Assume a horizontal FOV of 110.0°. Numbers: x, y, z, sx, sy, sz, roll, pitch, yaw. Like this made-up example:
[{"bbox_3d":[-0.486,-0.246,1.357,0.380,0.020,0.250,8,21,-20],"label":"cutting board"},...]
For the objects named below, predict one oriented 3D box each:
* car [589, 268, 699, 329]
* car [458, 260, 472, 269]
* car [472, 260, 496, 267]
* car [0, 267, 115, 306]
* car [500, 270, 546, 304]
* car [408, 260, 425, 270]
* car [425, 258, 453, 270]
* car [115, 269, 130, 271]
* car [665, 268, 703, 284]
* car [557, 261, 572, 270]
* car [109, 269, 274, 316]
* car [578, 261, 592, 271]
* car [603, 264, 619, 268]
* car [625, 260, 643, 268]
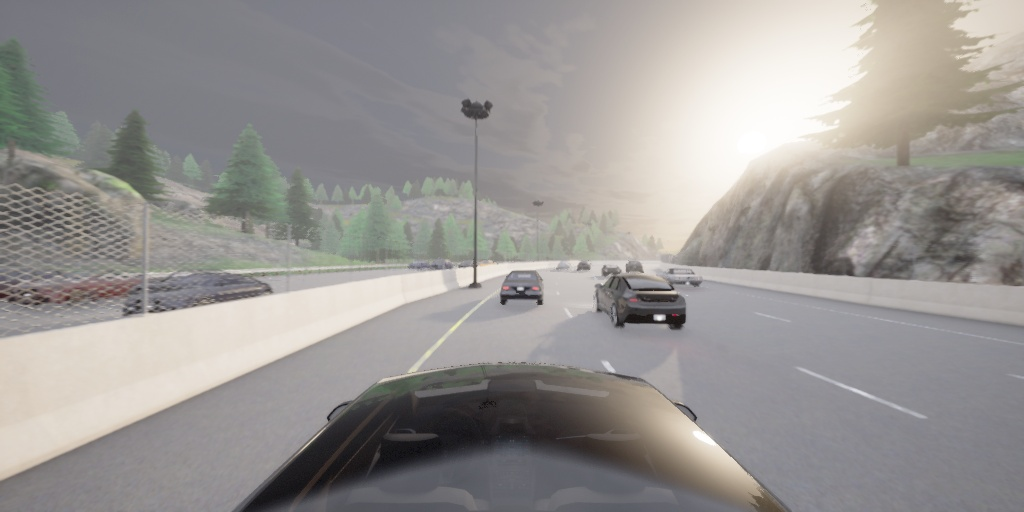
[{"bbox_3d":[3.910,1.326,11.618,1.837,1.490,4.892,0,0,3],"label":"car"},{"bbox_3d":[-6.808,1.388,56.270,1.837,1.490,4.892,0,0,15],"label":"car"},{"bbox_3d":[-3.864,1.379,53.715,1.882,1.535,5.008,0,0,15],"label":"car"},{"bbox_3d":[-17.148,1.211,14.773,1.994,1.385,4.181,0,0,4],"label":"car"},{"bbox_3d":[0.566,1.356,16.742,2.033,1.411,5.357,0,0,5],"label":"car"},{"bbox_3d":[-14.282,1.342,55.404,1.812,1.442,4.674,0,0,15],"label":"car"},{"bbox_3d":[-10.799,1.197,54.857,2.097,1.767,4.553,0,0,15],"label":"car"},{"bbox_3d":[-13.604,1.244,15.440,1.994,1.385,4.181,0,0,4],"label":"car"},{"bbox_3d":[12.171,1.545,26.425,1.895,1.301,4.718,0,0,7],"label":"car"},{"bbox_3d":[8.735,1.558,59.492,1.812,1.442,4.674,0,0,18],"label":"car"},{"bbox_3d":[-10.284,1.262,12.226,1.994,1.385,4.181,0,0,3],"label":"car"},{"bbox_3d":[11.448,1.551,56.401,1.837,1.490,4.892,-1,0,17],"label":"car"},{"bbox_3d":[10.833,1.580,39.419,1.895,1.301,4.718,0,0,11],"label":"car"},{"bbox_3d":[16.920,1.421,49.819,2.097,1.767,4.553,1,0,15],"label":"car"}]
